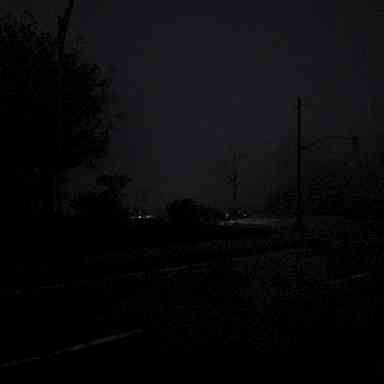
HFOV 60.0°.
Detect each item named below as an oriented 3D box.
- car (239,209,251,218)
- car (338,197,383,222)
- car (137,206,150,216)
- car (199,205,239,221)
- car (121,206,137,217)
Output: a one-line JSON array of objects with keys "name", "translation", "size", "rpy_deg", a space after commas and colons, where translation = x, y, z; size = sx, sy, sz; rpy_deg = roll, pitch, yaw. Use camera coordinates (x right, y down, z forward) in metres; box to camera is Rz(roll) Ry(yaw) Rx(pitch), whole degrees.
[{"name": "car", "translation": [4.129, 2.157, 35.255], "size": [1.895, 1.301, 4.718], "rpy_deg": [0, -3, -33]}, {"name": "car", "translation": [16.015, 1.505, 29.852], "size": [2.150, 2.045, 5.566], "rpy_deg": [0, -1, -33]}, {"name": "car", "translation": [-8.770, 3.124, 55.548], "size": [2.097, 1.767, 4.553], "rpy_deg": [0, -3, -32]}, {"name": "car", "translation": [1.889, 1.973, 32.263], "size": [2.128, 1.511, 4.902], "rpy_deg": [0, -2, -33]}, {"name": "car", "translation": [-10.693, 3.174, 52.024], "size": [1.812, 1.442, 4.674], "rpy_deg": [0, -3, -32]}]
